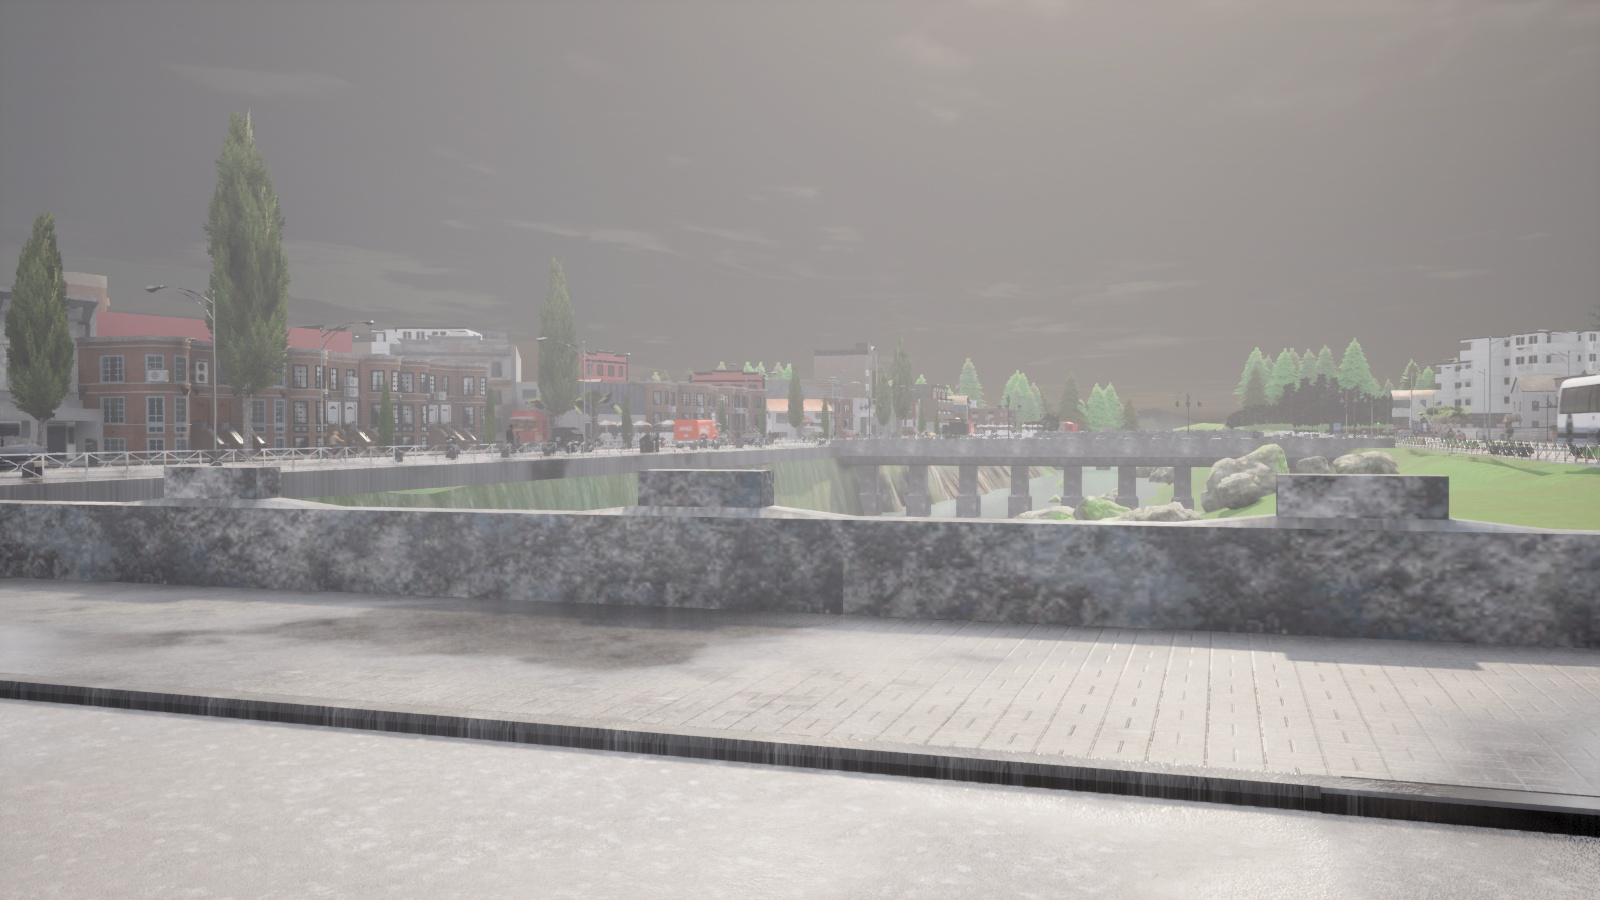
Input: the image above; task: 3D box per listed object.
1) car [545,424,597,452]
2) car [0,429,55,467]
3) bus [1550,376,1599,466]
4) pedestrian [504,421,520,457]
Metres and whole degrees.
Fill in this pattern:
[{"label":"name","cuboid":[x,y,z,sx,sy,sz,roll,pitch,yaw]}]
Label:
[{"label":"car","cuboid":[-15.829,-0.831,87.058,1.905,1.878,3.866,1,1,19]},{"label":"car","cuboid":[-32.533,-0.095,49.897,2.163,1.488,4.792,1,1,19]},{"label":"bus","cuboid":[41.094,-1.402,62.831,3.944,4.253,10.273,1,1,19]},{"label":"pedestrian","cuboid":[-15.085,-0.574,65.789,0.431,1.840,0.703,1,1,30]}]
